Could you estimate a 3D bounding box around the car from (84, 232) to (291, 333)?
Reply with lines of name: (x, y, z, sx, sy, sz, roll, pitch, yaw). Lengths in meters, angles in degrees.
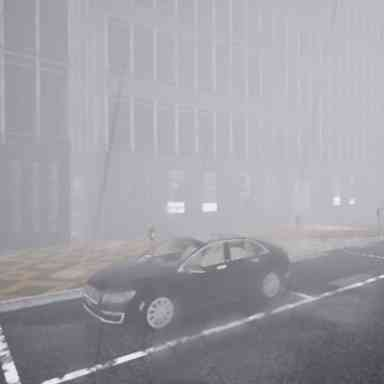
car: (0.120, 1.527, 6.645, 4.403, 1.369, 2.008, 0, 0, -35)
